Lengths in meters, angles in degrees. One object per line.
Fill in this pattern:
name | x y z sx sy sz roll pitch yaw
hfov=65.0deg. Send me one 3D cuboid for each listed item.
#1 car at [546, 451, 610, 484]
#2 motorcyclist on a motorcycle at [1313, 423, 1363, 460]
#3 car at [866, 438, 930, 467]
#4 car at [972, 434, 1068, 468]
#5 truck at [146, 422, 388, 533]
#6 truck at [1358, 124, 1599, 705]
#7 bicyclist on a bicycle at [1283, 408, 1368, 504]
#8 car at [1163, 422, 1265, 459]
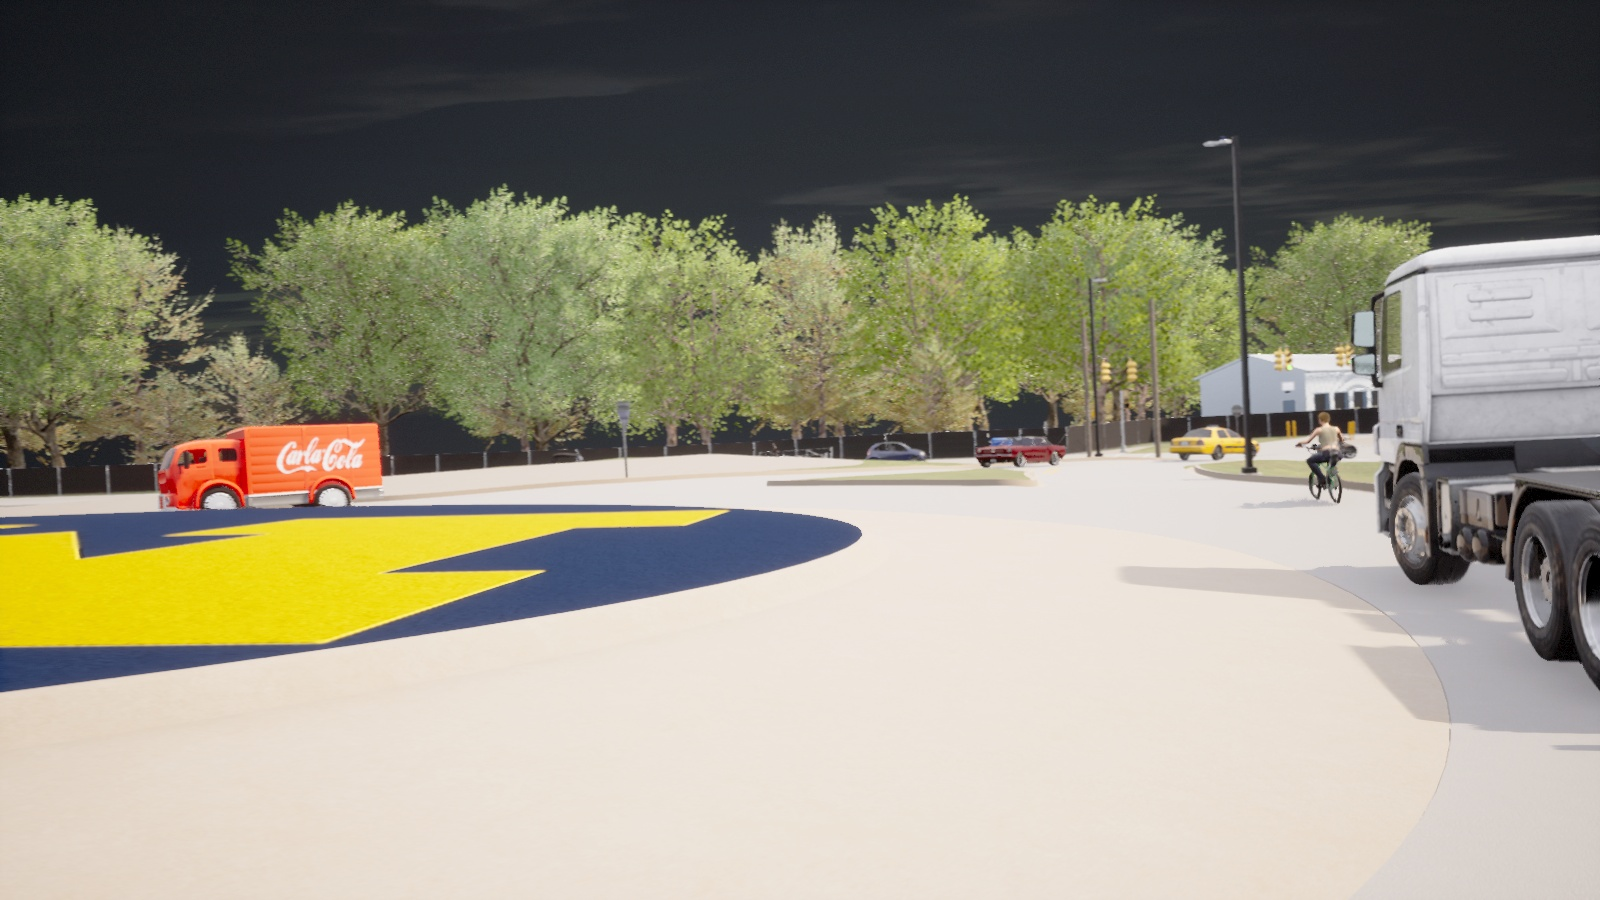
car | -14.530 1.143 82.337 3.866 1.878 1.905 -3 3 -3
motorcyclist on a motorcycle | 25.882 -0.427 60.393 2.350 1.649 0.766 -4 2 -23
car | 6.407 0.175 81.848 3.988 1.617 1.851 -3 3 9
car | 9.433 0.034 53.581 1.895 1.301 4.718 -2 0 40
truck | -13.856 0.704 32.741 5.204 2.467 2.627 -3 -1 -36
truck | 6.893 -0.354 10.107 2.891 3.462 7.936 -3 2 14
bicyclist on a bicycle | 9.392 0.077 22.493 0.866 1.612 1.509 -3 2 2
car | 18.460 -0.444 55.888 5.366 1.575 1.801 -1 0 -41
